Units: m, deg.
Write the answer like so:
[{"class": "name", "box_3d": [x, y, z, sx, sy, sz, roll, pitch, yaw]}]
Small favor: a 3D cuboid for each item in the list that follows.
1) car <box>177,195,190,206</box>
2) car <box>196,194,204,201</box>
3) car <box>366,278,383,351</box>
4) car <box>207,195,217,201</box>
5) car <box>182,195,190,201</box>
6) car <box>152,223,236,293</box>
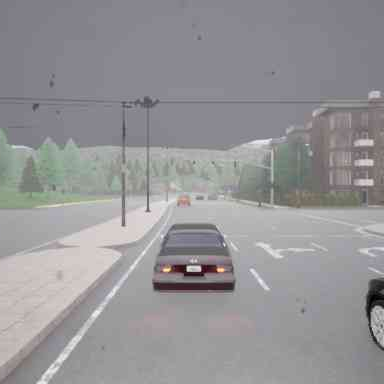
[{"class": "car", "box_3d": [-1.338, 1.347, 54.745, 2.097, 1.767, 4.553, 0, 0, -1]}, {"class": "car", "box_3d": [2.010, 1.470, 85.608, 1.882, 1.535, 5.008, 0, 0, 0]}, {"class": "car", "box_3d": [3.594, 1.477, 3.096, 1.882, 1.535, 5.008, 0, 0, 0]}, {"class": "car", "box_3d": [5.510, 1.532, 85.614, 2.033, 1.411, 5.357, 0, 0, 0]}, {"class": "car", "box_3d": [-1.490, 1.516, 85.570, 1.812, 1.442, 4.674, 0, 0, 0]}, {"class": "car", "box_3d": [0.045, 1.547, 9.000, 2.033, 1.411, 5.357, 0, 0, 0]}]
